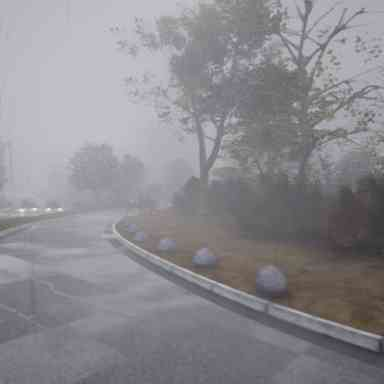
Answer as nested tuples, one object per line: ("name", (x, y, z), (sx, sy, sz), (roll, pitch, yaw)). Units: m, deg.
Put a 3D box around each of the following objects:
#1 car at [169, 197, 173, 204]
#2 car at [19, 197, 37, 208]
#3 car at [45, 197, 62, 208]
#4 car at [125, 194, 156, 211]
("car", (-2.182, 1.282, 55.657), (2.128, 1.511, 4.902), (0, 1, 19))
("car", (-22.689, 1.445, 46.217), (1.837, 1.490, 4.892), (0, 0, -22))
("car", (-19.346, 1.458, 46.520), (1.837, 1.490, 4.892), (0, 0, -21))
("car", (-6.438, 1.232, 42.271), (2.150, 2.045, 5.566), (0, 1, 16))
